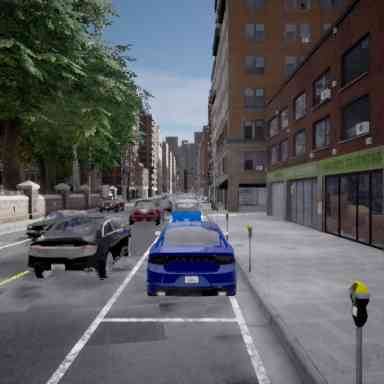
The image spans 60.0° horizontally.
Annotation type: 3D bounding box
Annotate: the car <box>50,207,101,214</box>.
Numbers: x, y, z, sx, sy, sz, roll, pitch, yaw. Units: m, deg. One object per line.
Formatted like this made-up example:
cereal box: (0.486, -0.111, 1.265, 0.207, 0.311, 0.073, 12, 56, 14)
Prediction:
car: (-6.251, 1.595, 16.438, 1.895, 1.301, 4.718, 0, 0, 0)

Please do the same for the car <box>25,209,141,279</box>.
car: (-3.047, 1.490, 9.988, 2.128, 1.511, 4.902, 0, 0, 0)

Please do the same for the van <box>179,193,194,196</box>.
van: (-0.290, 1.317, 36.980, 1.690, 1.788, 3.998, 0, 0, 0)

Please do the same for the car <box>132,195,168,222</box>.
car: (-3.150, 1.341, 24.046, 2.097, 1.767, 4.553, 0, 0, 0)

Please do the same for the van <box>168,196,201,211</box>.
van: (-0.290, 1.333, 19.998, 1.690, 1.788, 3.998, 0, 0, 0)

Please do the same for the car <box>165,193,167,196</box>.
car: (-8.815, 1.438, 91.530, 1.887, 1.381, 4.507, 0, 0, 0)

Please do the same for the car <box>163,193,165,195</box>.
car: (-8.815, 1.450, 86.079, 2.008, 1.369, 4.403, 0, 0, 0)

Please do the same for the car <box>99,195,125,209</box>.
car: (-8.815, 1.291, 36.940, 2.192, 1.841, 5.009, 0, 0, 0)

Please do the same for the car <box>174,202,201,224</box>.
car: (-0.290, 1.532, 25.659, 1.887, 1.381, 4.507, 0, 0, 0)

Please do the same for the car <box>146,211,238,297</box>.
car: (-0.005, 1.475, 8.650, 1.882, 1.535, 5.008, 0, 0, 0)

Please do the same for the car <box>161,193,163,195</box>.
car: (-8.815, 1.432, 80.459, 1.752, 1.417, 4.829, 0, 0, 0)
